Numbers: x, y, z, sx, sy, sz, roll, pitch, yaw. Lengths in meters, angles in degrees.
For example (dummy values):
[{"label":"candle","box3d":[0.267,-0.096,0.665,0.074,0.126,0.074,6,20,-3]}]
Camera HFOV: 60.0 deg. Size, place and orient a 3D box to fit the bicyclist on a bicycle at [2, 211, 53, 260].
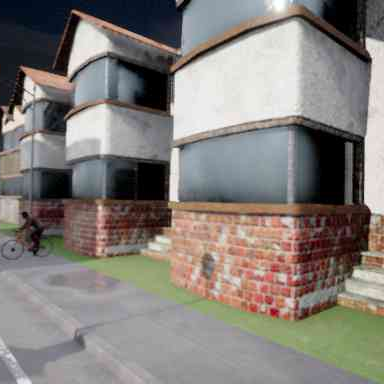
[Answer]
[{"label":"bicyclist on a bicycle","box3d":[-5.654,1.496,11.526,1.656,1.620,0.582,2,-2,-41]}]
